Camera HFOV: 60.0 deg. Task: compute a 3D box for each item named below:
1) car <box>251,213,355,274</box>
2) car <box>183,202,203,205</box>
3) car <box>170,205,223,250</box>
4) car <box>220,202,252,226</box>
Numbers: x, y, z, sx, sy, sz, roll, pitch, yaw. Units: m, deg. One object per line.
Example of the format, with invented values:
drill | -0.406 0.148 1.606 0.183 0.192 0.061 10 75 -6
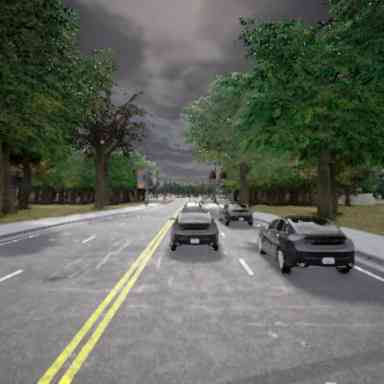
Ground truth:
car | 3.350 1.499 10.590 1.837 1.490 4.892 0 -1 0
car | 0.104 1.602 32.203 1.994 1.385 4.181 0 0 0
car | 0.102 1.502 14.315 1.837 1.490 4.892 0 0 0
car | 3.043 1.512 23.725 1.837 1.490 4.892 0 0 -3
